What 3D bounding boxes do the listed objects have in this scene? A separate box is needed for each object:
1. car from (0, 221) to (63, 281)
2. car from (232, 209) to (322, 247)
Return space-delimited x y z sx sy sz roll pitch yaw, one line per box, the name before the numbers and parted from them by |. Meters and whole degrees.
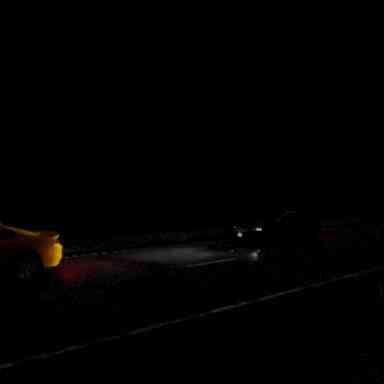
car | -5.938 1.473 8.356 5.008 1.535 1.882 1 0 -35
car | 4.016 1.554 15.427 4.902 1.511 2.128 0 0 -35
